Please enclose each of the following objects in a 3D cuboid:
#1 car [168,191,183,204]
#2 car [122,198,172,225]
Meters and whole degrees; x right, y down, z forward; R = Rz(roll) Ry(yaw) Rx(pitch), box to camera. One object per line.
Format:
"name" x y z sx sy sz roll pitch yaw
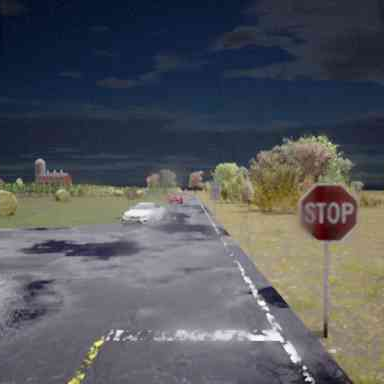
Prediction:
"car" -2.674 0.896 55.323 2.150 2.045 5.566 0 0 0
"car" -3.101 1.442 22.863 1.812 1.442 4.674 1 1 13
